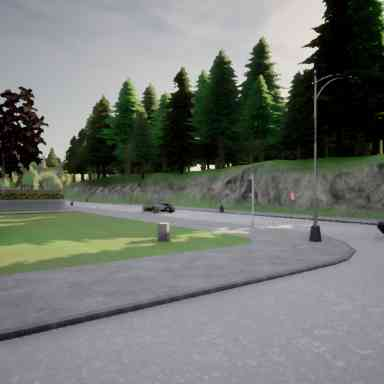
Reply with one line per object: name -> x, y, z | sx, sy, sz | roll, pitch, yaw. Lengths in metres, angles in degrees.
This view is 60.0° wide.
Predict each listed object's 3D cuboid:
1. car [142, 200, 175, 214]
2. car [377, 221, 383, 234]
car -> -3.553, 1.563, 34.782 | 1.994, 1.385, 4.181 | 0, 0, -35
car -> 10.916, 1.601, 14.490 | 1.895, 1.301, 4.718 | 0, 0, -35
